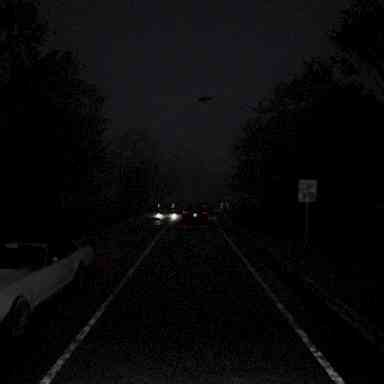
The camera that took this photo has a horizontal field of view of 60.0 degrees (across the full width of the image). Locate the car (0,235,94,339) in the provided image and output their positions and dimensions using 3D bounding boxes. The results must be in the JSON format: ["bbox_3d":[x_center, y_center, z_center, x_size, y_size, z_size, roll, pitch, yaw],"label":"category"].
[{"bbox_3d":[-3.575,1.626,6.729,1.895,1.301,4.718,0,0,0],"label":"car"}]

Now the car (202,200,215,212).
[{"bbox_3d":[1.757,1.742,42.336,1.994,1.385,4.181,1,0,8],"label":"car"}]

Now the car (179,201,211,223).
[{"bbox_3d":[0.286,1.661,26.249,1.994,1.385,4.181,0,0,2],"label":"car"}]

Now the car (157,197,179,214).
[{"bbox_3d":[-2.570,1.471,37.638,2.097,1.767,4.553,0,0,6],"label":"car"}]

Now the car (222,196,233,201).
[{"bbox_3d":[8.368,1.666,78.132,1.812,1.442,4.674,2,0,22],"label":"car"}]
